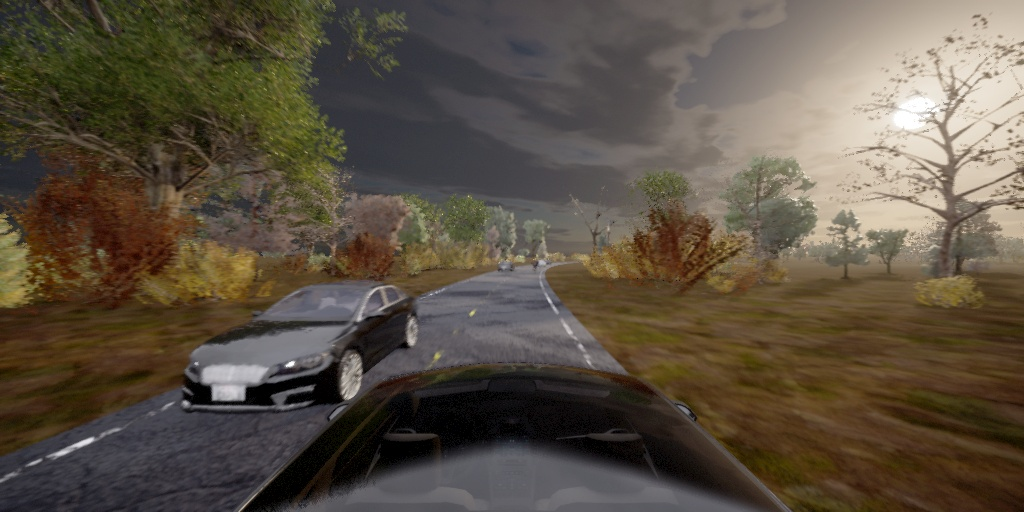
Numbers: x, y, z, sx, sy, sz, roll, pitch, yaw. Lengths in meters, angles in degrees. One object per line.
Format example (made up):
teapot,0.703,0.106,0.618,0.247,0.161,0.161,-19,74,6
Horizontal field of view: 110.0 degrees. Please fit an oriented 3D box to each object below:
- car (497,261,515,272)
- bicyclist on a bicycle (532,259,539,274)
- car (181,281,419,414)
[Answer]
car,-0.749,1.350,47.048,2.128,1.511,4.902,0,0,6
bicyclist on a bicycle,2.638,1.317,41.992,0.582,1.620,1.656,0,-1,5
car,-3.056,1.235,6.356,2.128,1.511,4.902,0,0,1
